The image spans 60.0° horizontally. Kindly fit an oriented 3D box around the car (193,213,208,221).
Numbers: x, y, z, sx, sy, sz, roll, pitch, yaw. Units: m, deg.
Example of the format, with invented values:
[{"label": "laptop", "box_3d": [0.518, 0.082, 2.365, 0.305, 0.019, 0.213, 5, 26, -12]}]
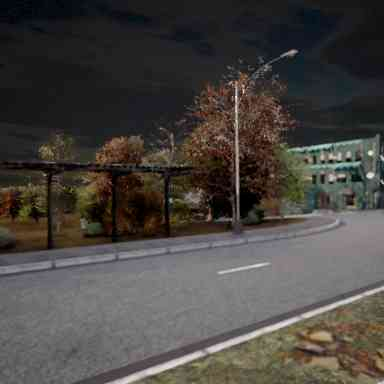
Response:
[{"label": "car", "box_3d": [1.496, 4.840, 63.954, 1.882, 1.535, 5.008, -1, -5, -17]}]
